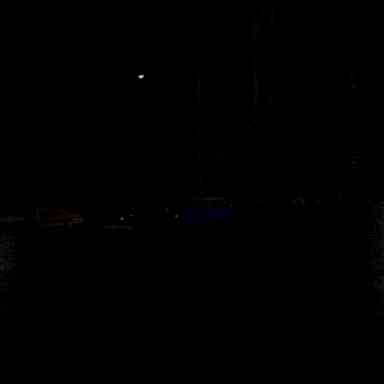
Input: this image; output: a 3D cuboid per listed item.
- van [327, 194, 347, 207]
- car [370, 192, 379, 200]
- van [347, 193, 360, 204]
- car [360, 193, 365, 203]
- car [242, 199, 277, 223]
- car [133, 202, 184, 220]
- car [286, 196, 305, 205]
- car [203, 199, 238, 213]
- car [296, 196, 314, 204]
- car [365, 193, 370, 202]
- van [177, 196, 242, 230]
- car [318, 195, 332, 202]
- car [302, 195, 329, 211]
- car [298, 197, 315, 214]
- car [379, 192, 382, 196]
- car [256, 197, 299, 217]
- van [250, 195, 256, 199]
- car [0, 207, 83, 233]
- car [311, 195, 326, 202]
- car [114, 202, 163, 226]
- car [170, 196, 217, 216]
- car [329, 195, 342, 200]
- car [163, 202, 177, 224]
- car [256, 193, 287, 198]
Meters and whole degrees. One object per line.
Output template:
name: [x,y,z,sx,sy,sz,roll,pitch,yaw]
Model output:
van: [19.889,1.145,46.433,1.690,1.788,3.998,-1,-1,35]
car: [40.801,1.278,76.012,2.008,1.369,4.403,-1,-1,35]
van: [26.138,1.120,55.274,1.690,1.788,3.998,-1,-1,35]
car: [29.363,1.292,59.832,1.752,1.417,4.829,-1,-1,35]
car: [4.269,1.439,24.329,1.947,1.339,4.313,-1,-1,35]
car: [-2.824,1.582,29.061,1.887,1.381,4.507,-1,0,35]
car: [18.447,1.470,59.155,1.752,1.417,4.829,-1,-1,35]
car: [3.282,1.559,37.699,2.008,1.369,4.403,-1,-1,35]
car: [21.598,1.484,63.613,2.008,1.369,4.403,-1,-1,35]
car: [32.390,1.321,64.113,1.947,1.339,4.313,-1,-1,35]
van: [1.142,1.229,19.910,1.690,1.788,3.998,-1,0,35]
car: [30.439,1.446,76.120,1.887,1.381,4.507,-1,-1,35]
car: [13.643,1.380,37.590,2.008,1.369,4.403,-1,-1,35]
car: [10.519,1.425,33.170,1.802,1.307,4.206,-1,-1,35]
car: [43.682,1.268,80.089,2.008,1.369,4.403,-1,-1,35]
car: [7.394,1.402,28.749,1.887,1.381,4.507,-1,-1,35]
van: [9.384,1.322,46.338,1.690,1.788,3.998,-1,-1,35]
car: [-9.034,1.594,20.286,1.752,1.417,4.829,-1,0,35]
car: [27.296,1.463,71.674,2.008,1.369,4.403,-1,-1,35]
car: [-3.473,1.564,23.535,1.994,1.385,4.181,-1,-1,35]
car: [0.225,1.337,33.381,2.192,1.841,5.009,-1,0,35]
car: [36.724,1.432,85.012,2.008,1.369,4.403,-1,-1,35]
car: [0.434,1.413,23.695,1.882,1.535,5.008,-1,-1,35]
car: [10.894,1.155,43.773,2.150,2.045,5.566,-1,-1,36]
